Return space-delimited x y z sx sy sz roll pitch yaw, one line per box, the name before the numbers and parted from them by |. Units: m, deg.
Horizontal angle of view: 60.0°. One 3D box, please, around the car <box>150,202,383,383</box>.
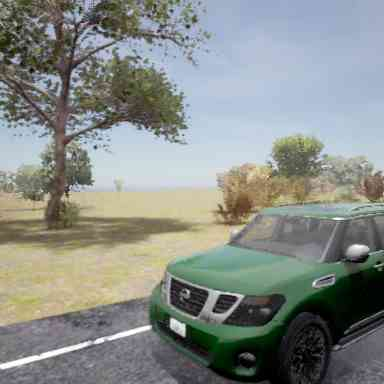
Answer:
car | 2.073 1.221 5.502 5.566 2.045 2.150 0 0 -36
